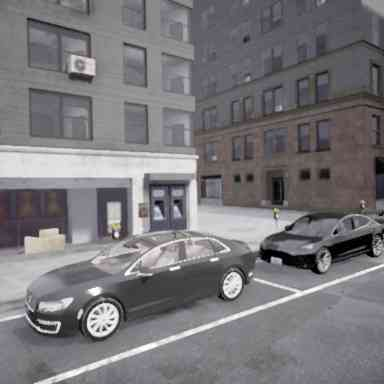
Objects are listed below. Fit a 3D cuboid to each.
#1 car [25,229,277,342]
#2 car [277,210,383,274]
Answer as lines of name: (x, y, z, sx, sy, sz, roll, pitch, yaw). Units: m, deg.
car: (-0.709, 1.459, 6.285, 4.403, 1.369, 2.008, -2, 2, -36)
car: (3.875, 1.285, 9.624, 4.313, 1.339, 1.947, -2, 2, -36)
